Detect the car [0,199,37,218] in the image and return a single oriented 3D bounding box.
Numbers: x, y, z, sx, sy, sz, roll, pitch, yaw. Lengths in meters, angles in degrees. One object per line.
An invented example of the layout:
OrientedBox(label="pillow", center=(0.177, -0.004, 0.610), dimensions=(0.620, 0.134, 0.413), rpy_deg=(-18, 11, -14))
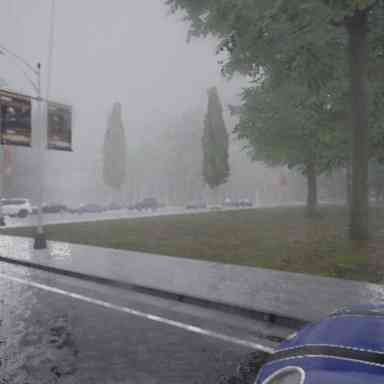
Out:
OrientedBox(label="car", center=(-19.579, 1.731, 34.519), dimensions=(2.150, 2.045, 5.566), rpy_deg=(-1, -1, 34))

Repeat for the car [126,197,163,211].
OrientedBox(label="car", center=(-7.614, 1.848, 51.579), dimensions=(2.150, 2.045, 5.566), rpy_deg=(-1, -1, 36))

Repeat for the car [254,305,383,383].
OrientedBox(label="car", center=(2.577, 1.341, 1.852), dimensions=(4.553, 1.767, 2.097), rpy_deg=(-1, 0, 35))

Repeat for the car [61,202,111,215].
OrientedBox(label="car", center=(-13.606, 2.111, 43.029), dimensions=(2.033, 1.411, 5.357), rpy_deg=(-1, -1, 35))

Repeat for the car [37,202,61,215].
OrientedBox(label="car", center=(-18.265, 2.057, 42.043), dimensions=(1.882, 1.535, 5.008), rpy_deg=(-1, -1, 35))

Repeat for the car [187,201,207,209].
OrientedBox(label="car", center=(0.869, 2.228, 57.679), dimensions=(1.994, 1.385, 4.181), rpy_deg=(-1, -1, 34))

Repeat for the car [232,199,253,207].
OrientedBox(label="car", center=(10.320, 2.091, 65.524), dimensions=(2.097, 1.767, 4.553), rpy_deg=(-1, -1, 35))

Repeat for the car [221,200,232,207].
OrientedBox(label="car", center=(7.619, 2.266, 67.326), dimensions=(2.128, 1.511, 4.902), rpy_deg=(-1, -1, 35))

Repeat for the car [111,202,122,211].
OrientedBox(label="car", center=(-12.576, 2.200, 50.158), dimensions=(1.994, 1.385, 4.181), rpy_deg=(-1, -1, 35))

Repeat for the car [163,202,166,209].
OrientedBox(label="car", center=(-6.624, 2.200, 58.598), dimensions=(2.128, 1.511, 4.902), rpy_deg=(-1, -1, 36))
